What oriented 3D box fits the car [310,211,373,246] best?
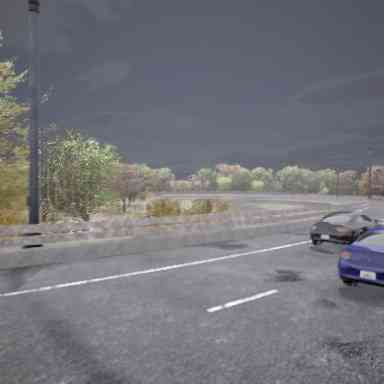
[{"bbox_3d":[6.767,1.548,14.258,4.674,1.442,1.812,0,0,-43],"label":"car"}]

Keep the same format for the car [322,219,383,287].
[{"bbox_3d":[5.360,1.536,8.301,4.674,1.442,1.812,0,0,-40],"label":"car"}]
